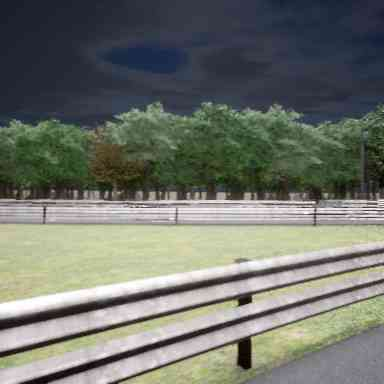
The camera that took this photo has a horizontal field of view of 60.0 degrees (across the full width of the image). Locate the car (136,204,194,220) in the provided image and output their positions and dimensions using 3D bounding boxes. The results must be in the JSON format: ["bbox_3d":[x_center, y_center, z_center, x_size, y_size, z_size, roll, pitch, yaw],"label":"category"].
[{"bbox_3d":[-2.445,1.820,30.627,5.357,1.411,2.033,0,0,3],"label":"car"}]

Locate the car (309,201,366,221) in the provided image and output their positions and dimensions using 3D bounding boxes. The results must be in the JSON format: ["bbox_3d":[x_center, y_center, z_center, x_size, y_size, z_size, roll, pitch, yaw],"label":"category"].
[{"bbox_3d":[12.962,1.587,29.689,4.553,1.767,2.097,0,0,3],"label":"car"}]
